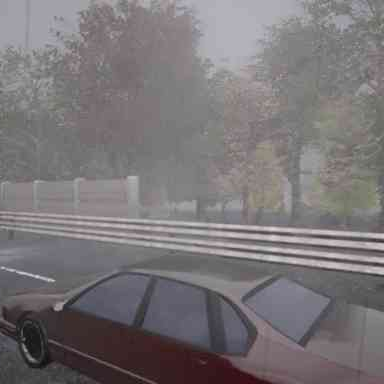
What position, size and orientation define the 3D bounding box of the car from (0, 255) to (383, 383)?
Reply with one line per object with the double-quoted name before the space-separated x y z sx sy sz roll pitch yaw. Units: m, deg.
"car" -0.196 1.543 4.094 5.357 1.411 2.033 0 0 34
